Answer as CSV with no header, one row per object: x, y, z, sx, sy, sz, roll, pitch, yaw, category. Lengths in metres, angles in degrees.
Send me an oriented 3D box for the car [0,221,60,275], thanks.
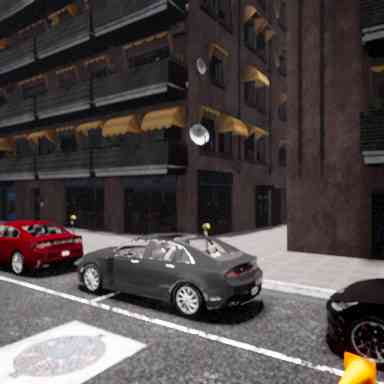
-5.333,1.562,10.425,4.507,1.381,1.887,0,0,34,car

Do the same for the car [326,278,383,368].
3.997,1.569,4.120,4.313,1.339,1.947,0,0,34,car

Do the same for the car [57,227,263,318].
-0.668,1.561,7.272,4.403,1.369,2.008,0,0,34,car
